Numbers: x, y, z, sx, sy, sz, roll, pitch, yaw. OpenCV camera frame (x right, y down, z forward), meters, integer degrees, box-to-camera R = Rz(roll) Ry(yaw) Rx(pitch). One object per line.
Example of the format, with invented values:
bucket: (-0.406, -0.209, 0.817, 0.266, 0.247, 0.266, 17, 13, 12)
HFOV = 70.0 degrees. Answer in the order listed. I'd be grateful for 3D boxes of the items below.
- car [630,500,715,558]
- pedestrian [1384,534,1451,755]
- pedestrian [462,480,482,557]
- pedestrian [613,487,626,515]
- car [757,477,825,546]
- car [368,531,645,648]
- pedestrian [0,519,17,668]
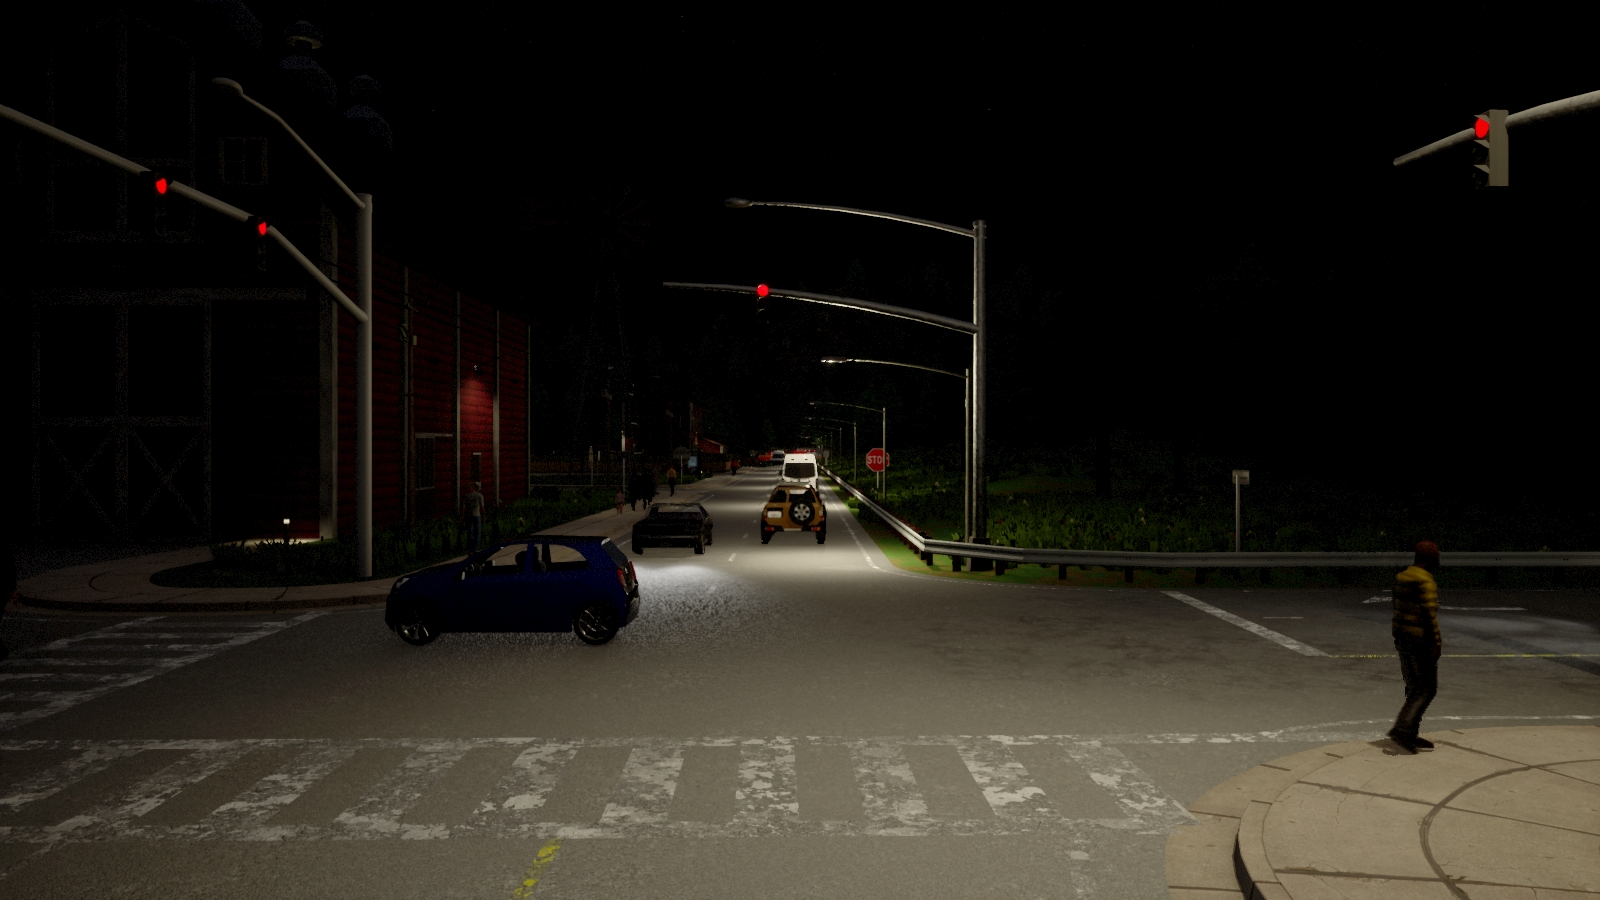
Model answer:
car: (-3.455, 2.136, 31.771, 1.895, 1.301, 4.718, 0, 0, 0)
pedestrian: (5.354, 1.671, 9.922, 0.375, 1.860, 0.375, 0, 0, -2)
pedestrian: (-8.018, 1.678, 27.942, 0.375, 1.860, 0.375, 0, 0, 1)
pedestrian: (-7.320, 2.050, 46.322, 0.500, 1.100, 0.500, 0, 0, -12)
car: (-0.216, 1.843, 35.265, 1.932, 1.855, 4.605, 0, 0, 1)
car: (-4.214, 2.011, 16.863, 3.633, 1.501, 1.845, 0, 0, -1)
pedestrian: (-10.241, 1.813, 14.481, 0.375, 1.860, 0.375, 0, 0, 4)
